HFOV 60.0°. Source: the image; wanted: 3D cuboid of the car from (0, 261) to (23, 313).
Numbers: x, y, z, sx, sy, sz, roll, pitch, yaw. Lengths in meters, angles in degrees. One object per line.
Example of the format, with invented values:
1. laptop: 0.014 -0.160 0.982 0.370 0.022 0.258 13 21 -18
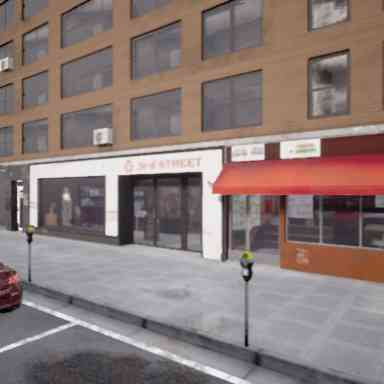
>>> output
1. car: -4.802 1.567 6.239 4.206 1.307 1.802 0 0 36
